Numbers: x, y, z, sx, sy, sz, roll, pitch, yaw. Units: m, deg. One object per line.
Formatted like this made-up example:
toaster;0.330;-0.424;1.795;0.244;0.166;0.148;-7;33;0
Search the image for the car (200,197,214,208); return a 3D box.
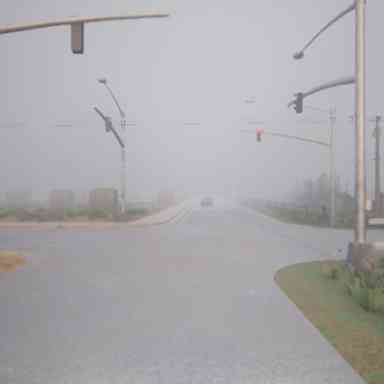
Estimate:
car;2.195;1.470;49.345;1.882;1.535;5.008;0;0;3
